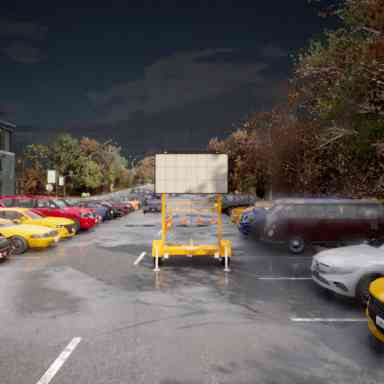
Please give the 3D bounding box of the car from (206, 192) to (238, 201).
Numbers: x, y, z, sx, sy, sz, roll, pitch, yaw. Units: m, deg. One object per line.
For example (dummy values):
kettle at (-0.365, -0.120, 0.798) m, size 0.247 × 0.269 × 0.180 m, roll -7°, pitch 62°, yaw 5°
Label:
car at (5.152, 0.750, 57.411) m, size 5.366 × 1.575 × 1.946 m, roll 0°, pitch 2°, yaw 0°

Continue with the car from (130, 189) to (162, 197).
car at (-8.084, 0.505, 57.321) m, size 5.566 × 2.045 × 2.435 m, roll 0°, pitch 2°, yaw 0°

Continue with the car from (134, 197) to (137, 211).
car at (-8.078, 1.453, 32.260) m, size 4.674 × 1.452 × 2.002 m, roll 0°, pitch 0°, yaw 0°

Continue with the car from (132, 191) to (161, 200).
car at (-8.122, 0.634, 60.122) m, size 5.008 × 1.535 × 2.097 m, roll 0°, pitch 2°, yaw 0°

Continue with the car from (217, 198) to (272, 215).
car at (5.004, 1.411, 32.446) m, size 5.008 × 1.535 × 2.097 m, roll 0°, pitch 1°, yaw 0°

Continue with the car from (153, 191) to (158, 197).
car at (-8.135, 1.000, 51.768) m, size 4.792 × 1.488 × 2.163 m, roll 0°, pitch 2°, yaw 0°

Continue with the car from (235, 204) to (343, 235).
car at (5.202, 1.478, 18.382) m, size 5.366 × 1.575 × 1.946 m, roll 0°, pitch 0°, yaw 0°

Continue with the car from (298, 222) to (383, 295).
car at (5.034, 1.522, 7.242) m, size 4.674 × 1.452 × 2.002 m, roll 0°, pitch 0°, yaw 0°

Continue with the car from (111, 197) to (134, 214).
car at (-8.083, 1.442, 29.470) m, size 5.008 × 1.535 × 2.097 m, roll 0°, pitch 1°, yaw 0°

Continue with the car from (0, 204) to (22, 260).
car at (-8.084, 1.356, 10.100) m, size 4.553 × 1.767 × 2.185 m, roll 0°, pitch 0°, yaw 0°

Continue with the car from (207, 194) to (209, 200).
car at (4.976, 1.135, 46.385) m, size 5.008 × 1.535 × 2.097 m, roll 0°, pitch 2°, yaw 0°

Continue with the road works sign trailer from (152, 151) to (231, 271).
road works sign trailer at (-0.014, 0.466, 10.894) m, size 2.380 × 3.560 × 2.880 m, roll 0°, pitch 0°, yaw 0°

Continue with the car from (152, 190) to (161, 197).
car at (-8.116, 0.870, 54.544) m, size 4.892 × 1.521 × 2.231 m, roll 0°, pitch 2°, yaw 0°

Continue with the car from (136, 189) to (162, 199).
car at (-8.089, 0.378, 62.893) m, size 4.553 × 1.767 × 2.185 m, roll 0°, pitch 3°, yaw 0°

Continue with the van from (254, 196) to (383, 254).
van at (4.907, 1.256, 12.811) m, size 4.442 × 1.987 × 1.878 m, roll 0°, pitch 0°, yaw 0°

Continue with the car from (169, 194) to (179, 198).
car at (-3.594, 0.369, 65.853) m, size 2.128 × 1.511 × 4.902 m, roll 0°, pitch 3°, yaw 0°

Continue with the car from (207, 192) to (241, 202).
car at (5.156, 0.863, 54.618) m, size 5.366 × 1.575 × 1.946 m, roll 0°, pitch 2°, yaw 0°

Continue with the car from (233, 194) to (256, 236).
car at (4.992, 1.230, 15.597) m, size 5.566 × 2.045 × 2.435 m, roll 0°, pitch 0°, yaw 0°

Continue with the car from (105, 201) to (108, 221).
car at (-8.069, 1.521, 21.108) m, size 4.674 × 1.452 × 2.002 m, roll 0°, pitch 0°, yaw 0°

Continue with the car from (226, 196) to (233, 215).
car at (5.041, 1.350, 24.075) m, size 4.553 × 1.767 × 2.185 m, roll 0°, pitch 0°, yaw 0°

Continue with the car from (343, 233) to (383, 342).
car at (5.040, 1.481, 4.457) m, size 5.008 × 1.535 × 2.097 m, roll 0°, pitch 0°, yaw 0°

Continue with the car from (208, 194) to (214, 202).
car at (4.979, 1.211, 43.468) m, size 4.892 × 1.521 × 2.231 m, roll 0°, pitch 2°, yaw 0°

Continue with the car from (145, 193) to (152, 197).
car at (-8.124, 1.241, 43.401) m, size 4.792 × 1.488 × 2.163 m, roll 0°, pitch 1°, yaw 0°

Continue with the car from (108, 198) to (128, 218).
car at (-8.079, 1.463, 26.681) m, size 5.008 × 1.535 × 2.097 m, roll 0°, pitch 0°, yaw 0°

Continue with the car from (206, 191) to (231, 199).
car at (4.962, 0.534, 63.112) m, size 4.674 × 1.452 × 2.002 m, roll 0°, pitch 3°, yaw 0°

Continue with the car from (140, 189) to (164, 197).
car at (-8.156, 0.256, 68.463) m, size 4.792 × 1.488 × 2.163 m, roll 0°, pitch 3°, yaw 0°

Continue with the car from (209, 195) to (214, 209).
car at (4.810, 1.370, 35.235) m, size 5.366 × 1.575 × 1.946 m, roll 0°, pitch 1°, yaw 0°

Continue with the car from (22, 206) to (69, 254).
car at (-7.870, 1.479, 12.759) m, size 5.366 × 1.575 × 1.946 m, roll 0°, pitch 0°, yaw 0°

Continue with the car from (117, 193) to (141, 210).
car at (-8.053, 1.250, 35.045) m, size 4.553 × 1.767 × 2.185 m, roll 0°, pitch 1°, yaw 0°

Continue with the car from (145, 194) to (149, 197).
car at (-8.062, 1.305, 40.614) m, size 4.792 × 1.488 × 2.163 m, roll 0°, pitch 1°, yaw 0°

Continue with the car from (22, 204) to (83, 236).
car at (-8.065, 1.481, 15.542) m, size 5.008 × 1.535 × 2.097 m, roll 0°, pitch 0°, yaw 0°

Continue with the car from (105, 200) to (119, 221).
car at (-8.099, 1.505, 23.894) m, size 4.792 × 1.488 × 2.163 m, roll 0°, pitch 0°, yaw 0°

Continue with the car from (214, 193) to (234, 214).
car at (5.031, 1.189, 29.655) m, size 5.566 × 2.045 × 2.435 m, roll 0°, pitch 1°, yaw 0°

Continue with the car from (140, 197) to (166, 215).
car at (-3.642, 1.488, 32.981) m, size 1.994 × 1.385 × 4.181 m, roll 0°, pitch 1°, yaw 0°

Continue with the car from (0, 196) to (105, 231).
car at (-8.035, 1.230, 18.325) m, size 5.566 × 2.045 × 2.435 m, roll 0°, pitch 0°, yaw 0°

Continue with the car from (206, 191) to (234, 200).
car at (4.992, 0.661, 60.202) m, size 4.792 × 1.488 × 2.163 m, roll 0°, pitch 3°, yaw 0°

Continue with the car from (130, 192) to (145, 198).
car at (-8.057, 1.205, 37.824) m, size 4.553 × 1.767 × 2.185 m, roll 0°, pitch 1°, yaw 0°

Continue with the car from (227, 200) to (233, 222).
car at (5.008, 1.481, 21.290) m, size 5.008 × 1.535 × 2.097 m, roll 0°, pitch 0°, yaw 0°

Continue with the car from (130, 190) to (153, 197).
car at (-8.130, 1.015, 46.184) m, size 4.553 × 1.767 × 2.185 m, roll 0°, pitch 2°, yaw 0°
